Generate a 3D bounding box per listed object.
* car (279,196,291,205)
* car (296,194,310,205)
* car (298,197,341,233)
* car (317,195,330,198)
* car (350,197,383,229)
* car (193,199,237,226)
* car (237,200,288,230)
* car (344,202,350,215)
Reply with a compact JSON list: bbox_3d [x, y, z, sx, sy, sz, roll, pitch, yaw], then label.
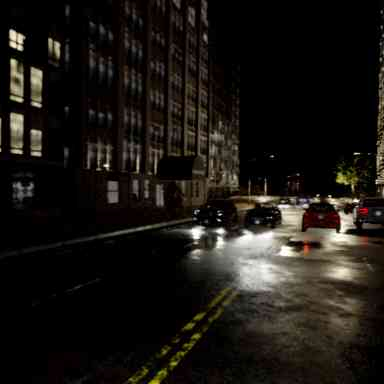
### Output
[{"bbox_3d":[16.918,1.563,60.635,2.128,1.511,4.902,1,0,22],"label":"car"},{"bbox_3d":[19.928,1.357,59.393,2.150,2.045,5.566,1,0,22],"label":"car"},{"bbox_3d":[7.997,1.430,20.559,2.097,1.767,4.553,1,0,22],"label":"car"},{"bbox_3d":[19.167,1.395,48.425,2.150,2.045,5.566,1,0,22],"label":"car"},{"bbox_3d":[12.150,1.374,22.325,2.150,2.045,5.566,1,0,22],"label":"car"},{"bbox_3d":[1.737,1.289,22.936,2.097,1.767,4.553,1,0,22],"label":"car"},{"bbox_3d":[4.710,1.496,21.630,2.128,1.511,4.902,1,0,22],"label":"car"},{"bbox_3d":[17.814,1.772,36.471,1.994,1.385,4.181,1,0,22],"label":"car"}]
